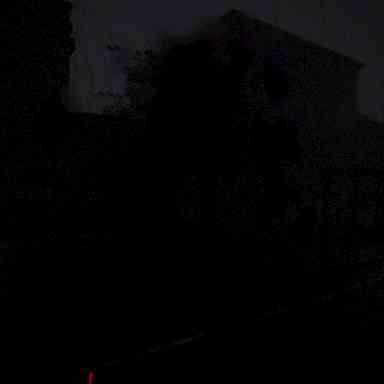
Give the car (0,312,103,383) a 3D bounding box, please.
[{"bbox_3d":[-2.812,1.491,1.372,4.902,1.511,2.128,0,0,-35],"label":"car"}]
